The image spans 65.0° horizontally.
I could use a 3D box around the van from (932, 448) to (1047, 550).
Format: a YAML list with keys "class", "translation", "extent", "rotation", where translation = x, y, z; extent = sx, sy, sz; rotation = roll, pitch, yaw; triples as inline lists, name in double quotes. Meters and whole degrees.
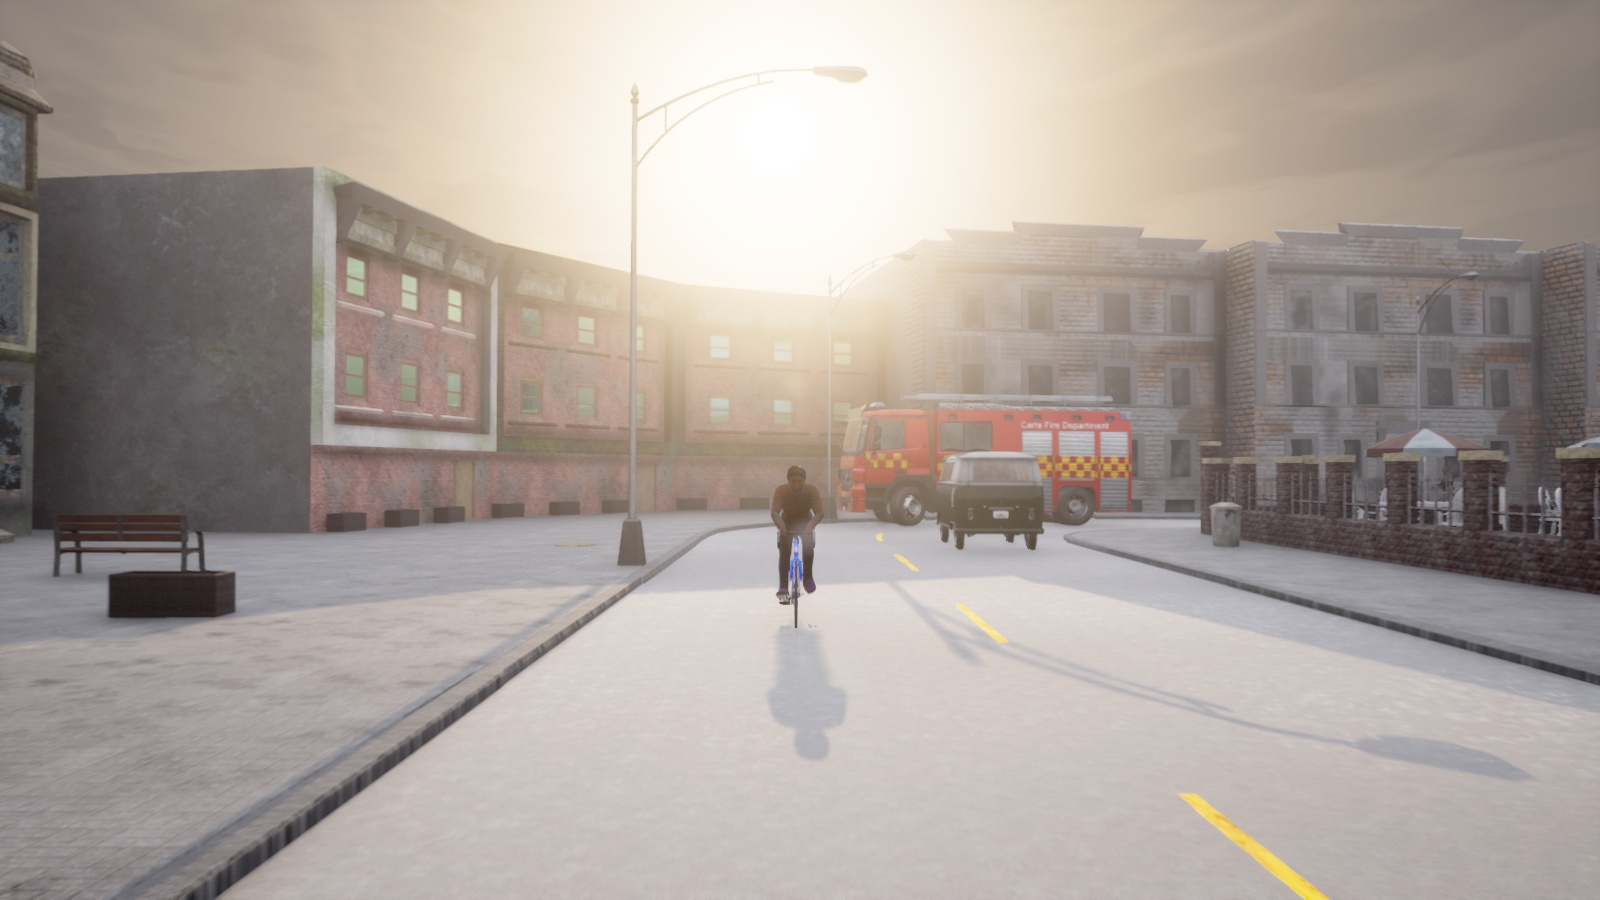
- class: "van"
  translation: [3.939, 0.998, 26.760]
  extent: [1.775, 1.987, 4.442]
  rotation: [0, -1, 0]

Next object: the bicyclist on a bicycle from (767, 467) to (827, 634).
- class: "bicyclist on a bicycle"
  translation: [-0.030, 0.984, 13.006]
  extent: [0.582, 1.620, 1.656]
  rotation: [0, -1, 0]

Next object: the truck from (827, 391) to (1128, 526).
- class: "truck"
  translation: [5.237, 0.253, 37.710]
  extent: [8.468, 3.827, 2.891]
  rotation: [0, -1, -8]
